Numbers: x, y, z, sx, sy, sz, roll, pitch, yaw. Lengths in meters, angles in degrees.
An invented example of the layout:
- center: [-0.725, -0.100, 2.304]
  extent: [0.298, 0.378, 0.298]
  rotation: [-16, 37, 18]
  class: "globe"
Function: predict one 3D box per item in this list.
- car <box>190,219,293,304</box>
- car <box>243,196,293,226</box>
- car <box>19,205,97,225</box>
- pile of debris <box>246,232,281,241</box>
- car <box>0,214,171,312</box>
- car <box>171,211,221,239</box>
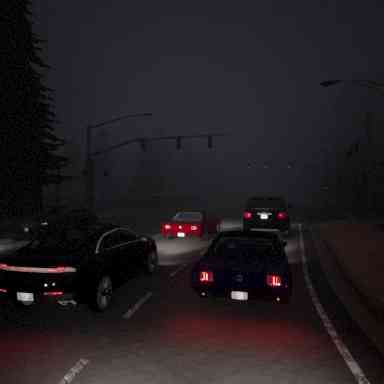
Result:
- center: [1.387, 1.601, 8.227]
  extent: [1.895, 1.301, 4.718]
  rotation: [0, 0, 13]
  class: "car"
- center: [4.062, 1.221, 17.622]
  extent: [2.150, 2.045, 5.566]
  rotation: [0, 0, 17]
  class: "car"
- center: [-6.988, 1.493, 17.824]
  extent: [2.128, 1.511, 4.902]
  rotation: [0, 0, 17]
  class: "car"
- center: [3.538, 2.175, 16.343]
  extent: [1.500, 0.140, 1.860]
  rotation: [0, 0, 17]
  class: "pile of debris"
- center: [-2.240, 1.492, 7.793]
  extent: [2.128, 1.511, 4.902]
  rotation: [0, 0, 11]
  class: "car"
- center: [0.167, 1.601, 16.819]
  extent: [1.895, 1.301, 4.718]
  rotation: [0, 0, 17]
  class: "car"
